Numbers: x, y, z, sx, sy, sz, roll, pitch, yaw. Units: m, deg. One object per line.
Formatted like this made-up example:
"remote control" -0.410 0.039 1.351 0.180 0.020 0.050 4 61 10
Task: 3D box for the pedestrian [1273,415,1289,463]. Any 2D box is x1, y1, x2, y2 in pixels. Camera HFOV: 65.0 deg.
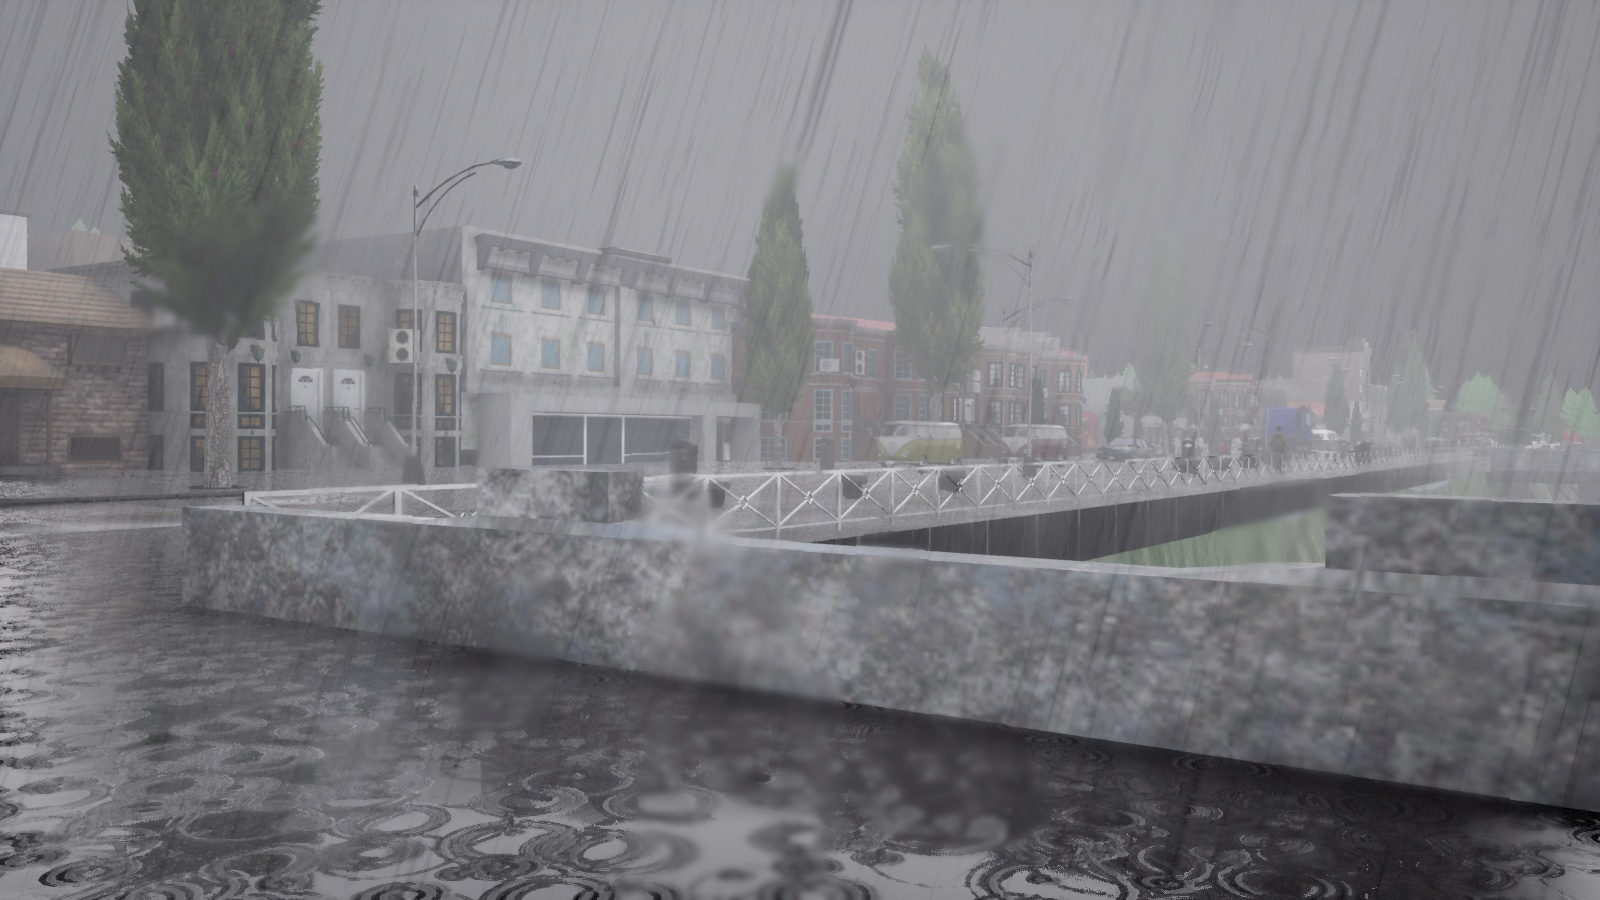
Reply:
"pedestrian" 19.519 -0.431 50.956 0.396 1.930 0.692 0 1 37

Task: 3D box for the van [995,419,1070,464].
"van" 10.700 -0.398 57.517 1.775 1.987 4.442 0 1 34

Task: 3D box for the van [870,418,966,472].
"van" 4.595 -0.217 48.315 1.775 1.987 4.442 0 1 34

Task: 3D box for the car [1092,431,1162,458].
"car" 17.796 -0.314 68.214 2.033 1.411 5.357 0 1 34

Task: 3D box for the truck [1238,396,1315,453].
"truck" 30.437 -1.619 80.033 2.891 3.462 7.936 0 1 34

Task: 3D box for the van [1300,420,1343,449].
"van" 37.911 -1.135 91.300 2.069 2.038 4.480 0 1 34
